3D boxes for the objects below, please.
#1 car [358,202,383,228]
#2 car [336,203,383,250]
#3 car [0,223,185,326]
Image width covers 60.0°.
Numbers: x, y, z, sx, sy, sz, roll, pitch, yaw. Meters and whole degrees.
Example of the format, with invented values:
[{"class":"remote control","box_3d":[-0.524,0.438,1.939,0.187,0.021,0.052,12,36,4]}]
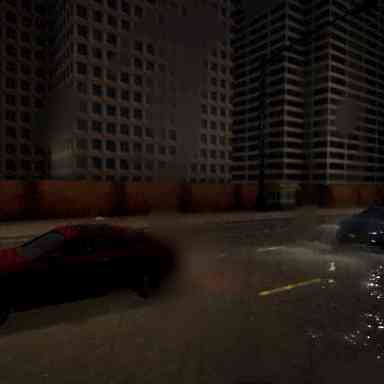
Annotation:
[{"class":"car","box_3d":[12.567,1.403,20.969,4.181,1.385,1.994,0,1,-34]},{"class":"car","box_3d":[7.971,1.344,13.689,5.008,1.535,1.882,0,1,-34]},{"class":"car","box_3d":[-2.316,1.393,6.609,4.674,1.442,1.812,0,1,-35]}]
